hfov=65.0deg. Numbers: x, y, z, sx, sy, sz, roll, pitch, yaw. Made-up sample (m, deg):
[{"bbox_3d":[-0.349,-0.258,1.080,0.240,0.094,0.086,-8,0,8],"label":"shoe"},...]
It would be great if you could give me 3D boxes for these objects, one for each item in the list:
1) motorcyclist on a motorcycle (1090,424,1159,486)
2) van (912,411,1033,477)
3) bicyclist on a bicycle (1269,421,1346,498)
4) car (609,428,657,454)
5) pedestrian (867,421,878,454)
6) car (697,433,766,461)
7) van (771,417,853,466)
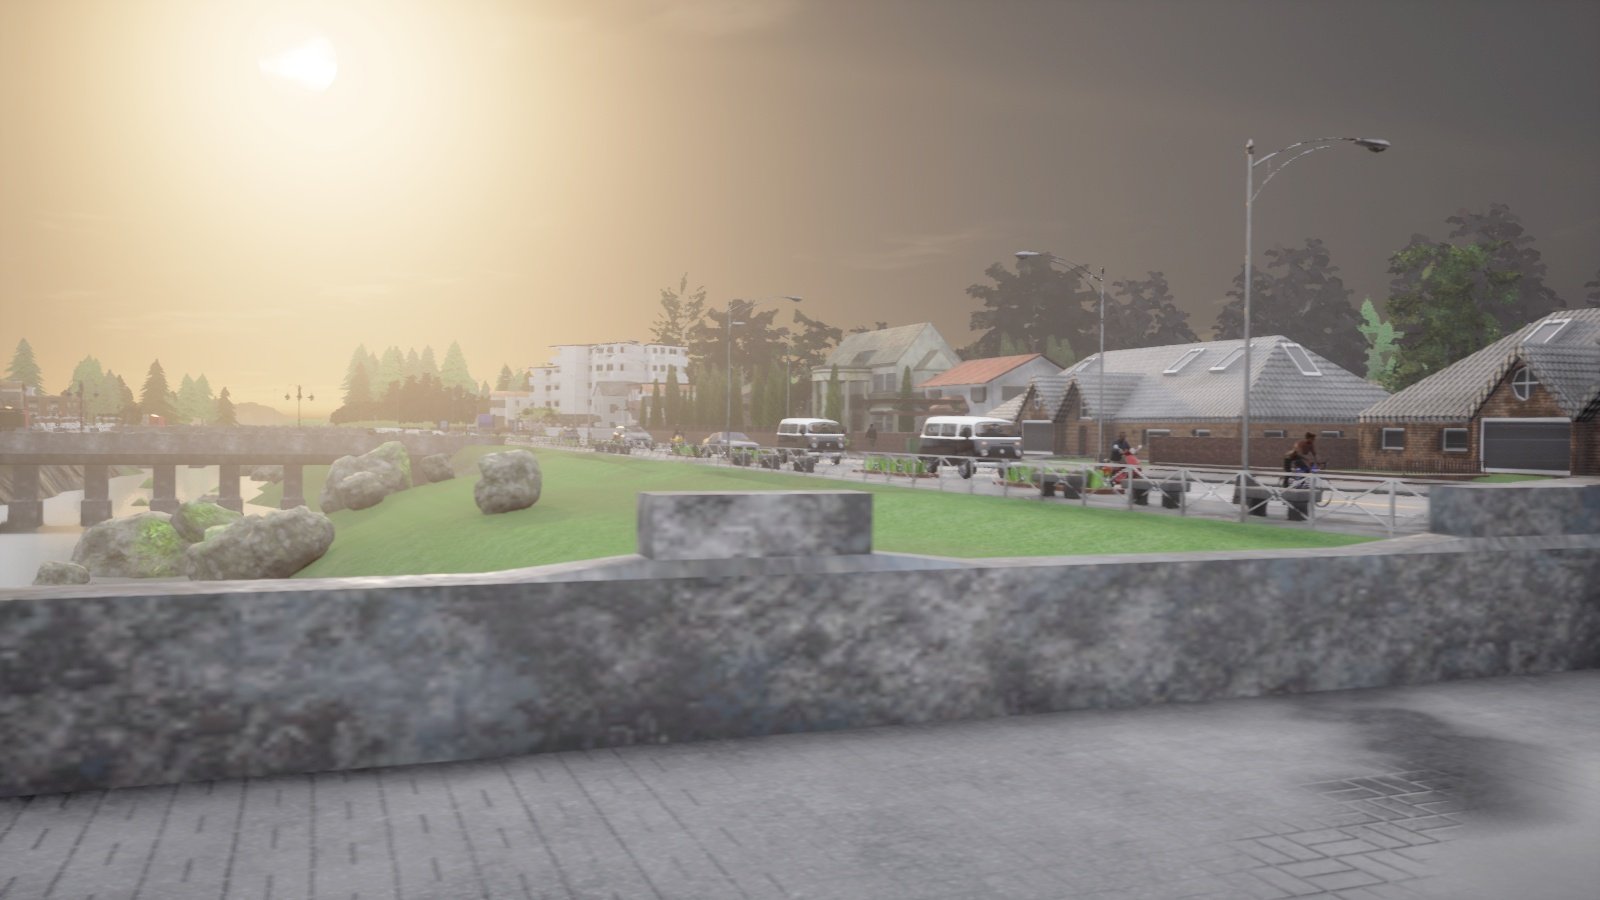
[{"bbox_3d":[8.646,0.112,33.524,0.866,1.590,1.817,-1,1,-21],"label":"motorcyclist on a motorcycle"},{"bbox_3d":[5.613,-0.215,41.479,2.069,2.038,4.480,-1,1,-21],"label":"van"},{"bbox_3d":[11.010,0.187,27.314,0.582,1.620,1.656,-1,1,-21],"label":"bicyclist on a bicycle"},{"bbox_3d":[-11.511,-0.641,86.459,2.242,1.667,4.611,-1,1,-21],"label":"car"},{"bbox_3d":[4.051,-0.681,70.347,0.431,1.840,0.703,-1,1,-11],"label":"pedestrian"},{"bbox_3d":[-3.639,-0.186,65.794,2.033,1.411,5.357,-1,1,-21],"label":"car"},{"bbox_3d":[0.456,-0.379,55.024,2.069,2.038,4.480,-1,1,-21],"label":"van"}]
